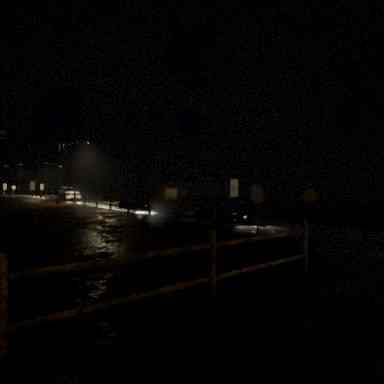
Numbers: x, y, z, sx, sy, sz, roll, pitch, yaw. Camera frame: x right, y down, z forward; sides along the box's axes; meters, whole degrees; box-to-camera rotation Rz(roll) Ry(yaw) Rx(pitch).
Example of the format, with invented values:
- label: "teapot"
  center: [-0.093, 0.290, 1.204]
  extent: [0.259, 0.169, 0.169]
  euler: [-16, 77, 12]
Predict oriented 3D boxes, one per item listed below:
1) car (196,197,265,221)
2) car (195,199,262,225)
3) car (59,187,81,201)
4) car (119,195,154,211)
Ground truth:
- label: "car"
  center: [2.768, 1.202, 25.148]
  extent: [2.033, 1.411, 5.357]
  euler: [1, 1, -37]
- label: "car"
  center: [1.990, 1.239, 21.006]
  extent: [1.994, 1.385, 4.181]
  euler: [1, 1, -34]
- label: "car"
  center: [-18.237, 0.269, 49.478]
  extent: [2.150, 2.045, 5.566]
  euler: [1, 0, -35]
- label: "car"
  center: [-5.219, 0.992, 31.083]
  extent: [1.994, 1.385, 4.181]
  euler: [1, 1, -35]
